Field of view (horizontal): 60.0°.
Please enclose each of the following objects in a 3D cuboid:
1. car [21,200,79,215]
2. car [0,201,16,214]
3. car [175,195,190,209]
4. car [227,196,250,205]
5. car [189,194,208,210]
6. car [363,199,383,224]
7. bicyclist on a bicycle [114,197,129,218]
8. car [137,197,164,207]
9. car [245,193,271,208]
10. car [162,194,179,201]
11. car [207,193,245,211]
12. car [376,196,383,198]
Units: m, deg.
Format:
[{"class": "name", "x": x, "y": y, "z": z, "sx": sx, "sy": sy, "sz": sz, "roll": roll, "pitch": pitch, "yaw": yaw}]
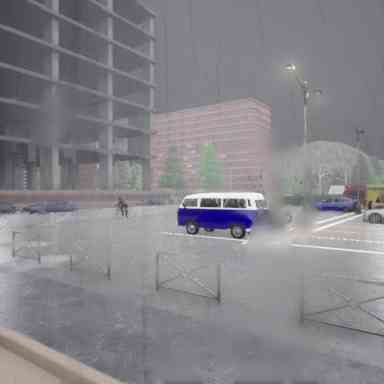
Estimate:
[{"class": "car", "x": -13.944, "y": 1.491, "z": 33.062, "sx": 2.033, "sy": 1.411, "sz": 5.357, "roll": 0, "pitch": 0, "yaw": 35}, {"class": "car", "x": -19.137, "y": 1.508, "z": 31.770, "sx": 1.994, "sy": 1.385, "sz": 4.181, "roll": 0, "pitch": 0, "yaw": 35}, {"class": "car", "x": -0.272, "y": 1.450, "z": 52.351, "sx": 1.837, "sy": 1.490, "sz": 4.892, "roll": 0, "pitch": 0, "yaw": 36}, {"class": "car", "x": 8.174, "y": 1.422, "z": 58.174, "sx": 1.882, "sy": 1.535, "sz": 5.008, "roll": 0, "pitch": 0, "yaw": 35}, {"class": "car", "x": 2.250, "y": 1.436, "z": 49.692, "sx": 2.128, "sy": 1.511, "sz": 4.902, "roll": 0, "pitch": 0, "yaw": 36}, {"class": "car", "x": 13.246, "y": 1.395, "z": 21.481, "sx": 3.806, "sy": 1.475, "sz": 1.970, "roll": 0, "pitch": 0, "yaw": 36}, {"class": "bicyclist on a bicycle", "x": -5.504, "y": 1.248, "z": 25.969, "sx": 1.656, "sy": 1.620, "sz": 0.582, "roll": 0, "pitch": 0, "yaw": 35}, {"class": "car", "x": -6.219, "y": 1.436, "z": 50.049, "sx": 2.128, "sy": 1.511, "sz": 4.902, "roll": 0, "pitch": 0, "yaw": 35}, {"class": "car", "x": 11.034, "y": 1.436, "z": 56.157, "sx": 2.128, "sy": 1.511, "sz": 4.902, "roll": 0, "pitch": 0, "yaw": 35}, {"class": "car", "x": -5.108, "y": 1.285, "z": 77.827, "sx": 1.851, "sy": 1.617, "sz": 3.988, "roll": 0, "pitch": 0, "yaw": 36}, {"class": "car", "x": 4.929, "y": 1.166, "z": 47.431, "sx": 2.150, "sy": 2.045, "sz": 5.566, "roll": 0, "pitch": 0, "yaw": 36}, {"class": "car", "x": 16.452, "y": 1.153, "z": 26.046, "sx": 4.605, "sy": 1.855, "sz": 1.932, "roll": 0, "pitch": 0, "yaw": 36}]
